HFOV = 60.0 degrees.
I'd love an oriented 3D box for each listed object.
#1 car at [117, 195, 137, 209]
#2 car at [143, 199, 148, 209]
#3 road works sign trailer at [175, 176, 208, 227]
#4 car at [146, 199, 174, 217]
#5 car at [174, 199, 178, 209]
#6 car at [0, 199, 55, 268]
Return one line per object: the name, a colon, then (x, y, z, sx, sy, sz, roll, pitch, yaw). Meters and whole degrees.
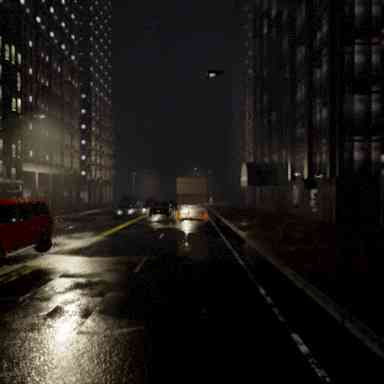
car: (-9.832, 1.524, 50.858, 2.150, 2.045, 5.566, 0, 0, 0)
car: (-6.575, 1.791, 52.733, 1.882, 1.535, 5.008, 0, 0, 0)
road works sign trailer: (0.003, 0.609, 24.265, 2.380, 3.560, 2.880, 0, 0, 1)
car: (-3.154, 1.678, 33.757, 1.882, 1.535, 5.008, 0, 0, 0)
car: (-3.155, 1.778, 50.492, 1.882, 1.535, 5.008, 0, 0, 0)
car: (-6.600, 1.288, 11.165, 2.150, 2.045, 5.566, 0, 0, 0)
